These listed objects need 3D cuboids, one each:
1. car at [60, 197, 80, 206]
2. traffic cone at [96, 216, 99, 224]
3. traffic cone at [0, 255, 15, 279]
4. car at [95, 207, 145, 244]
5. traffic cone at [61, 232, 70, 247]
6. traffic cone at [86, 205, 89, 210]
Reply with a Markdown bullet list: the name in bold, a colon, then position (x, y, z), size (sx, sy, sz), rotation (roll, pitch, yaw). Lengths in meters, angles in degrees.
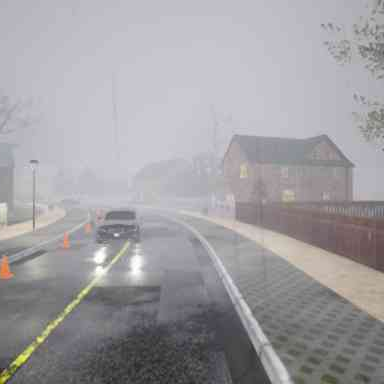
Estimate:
- **car**: position (-19.951, 1.515, 54.326), size (1.895, 1.301, 4.718), rotation (0, 0, -38)
- **traffic cone**: position (-6.600, 1.947, 23.246), size (0.340, 0.580, 0.340), rotation (0, 0, -12)
- **traffic cone**: position (-4.937, 1.956, 8.789), size (0.340, 0.580, 0.340), rotation (0, 0, -2)
- **car**: position (-3.343, 1.505, 15.928), size (1.837, 1.490, 4.892), rotation (0, 0, -7)
- **traffic cone**: position (-5.193, 1.954, 13.676), size (0.340, 0.580, 0.340), rotation (0, 0, -5)
- **traffic cone**: position (-13.045, 1.920, 41.443), size (0.340, 0.580, 0.340), rotation (0, 0, -27)
